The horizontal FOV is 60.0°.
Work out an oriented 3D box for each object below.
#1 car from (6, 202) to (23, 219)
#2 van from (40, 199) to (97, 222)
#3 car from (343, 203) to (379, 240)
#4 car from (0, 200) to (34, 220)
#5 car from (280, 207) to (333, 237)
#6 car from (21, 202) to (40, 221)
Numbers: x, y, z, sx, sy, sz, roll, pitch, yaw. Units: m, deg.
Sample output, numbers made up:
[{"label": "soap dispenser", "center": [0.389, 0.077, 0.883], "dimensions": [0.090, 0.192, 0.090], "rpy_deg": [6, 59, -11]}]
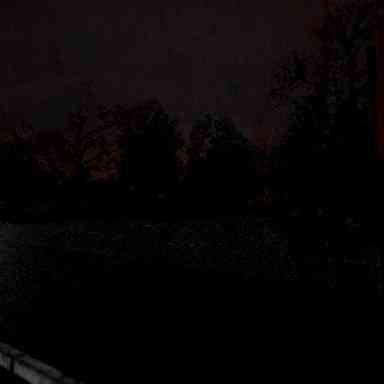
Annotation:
[{"label": "car", "center": [-15.099, 2.029, 33.296], "dimensions": [1.946, 1.575, 5.366], "rpy_deg": [-2, -1, 35]}, {"label": "van", "center": [-10.813, 1.647, 29.922], "dimensions": [1.878, 1.987, 4.442], "rpy_deg": [-2, -1, 35]}, {"label": "car", "center": [8.886, 1.344, 16.271], "dimensions": [2.185, 1.767, 4.553], "rpy_deg": [-1, 0, 35]}, {"label": "car", "center": [-19.907, 1.975, 36.407], "dimensions": [2.435, 2.045, 5.566], "rpy_deg": [-3, -2, 35]}, {"label": "car", "center": [6.266, 1.546, 18.053], "dimensions": [2.002, 1.452, 4.674], "rpy_deg": [-1, 0, 35]}, {"label": "car", "center": [-12.921, 1.948, 31.769], "dimensions": [1.946, 1.575, 5.366], "rpy_deg": [-2, -1, 35]}]
